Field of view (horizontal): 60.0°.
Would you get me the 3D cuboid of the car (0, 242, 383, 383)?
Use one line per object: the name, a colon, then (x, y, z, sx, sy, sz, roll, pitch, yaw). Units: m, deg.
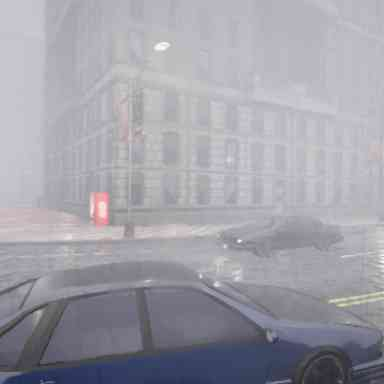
car: (-0.523, 1.541, 3.673, 5.357, 1.411, 2.033, 1, 0, -18)

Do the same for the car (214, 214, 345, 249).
car: (3.576, 1.593, 13.138, 5.357, 1.411, 2.033, 1, 0, -27)
